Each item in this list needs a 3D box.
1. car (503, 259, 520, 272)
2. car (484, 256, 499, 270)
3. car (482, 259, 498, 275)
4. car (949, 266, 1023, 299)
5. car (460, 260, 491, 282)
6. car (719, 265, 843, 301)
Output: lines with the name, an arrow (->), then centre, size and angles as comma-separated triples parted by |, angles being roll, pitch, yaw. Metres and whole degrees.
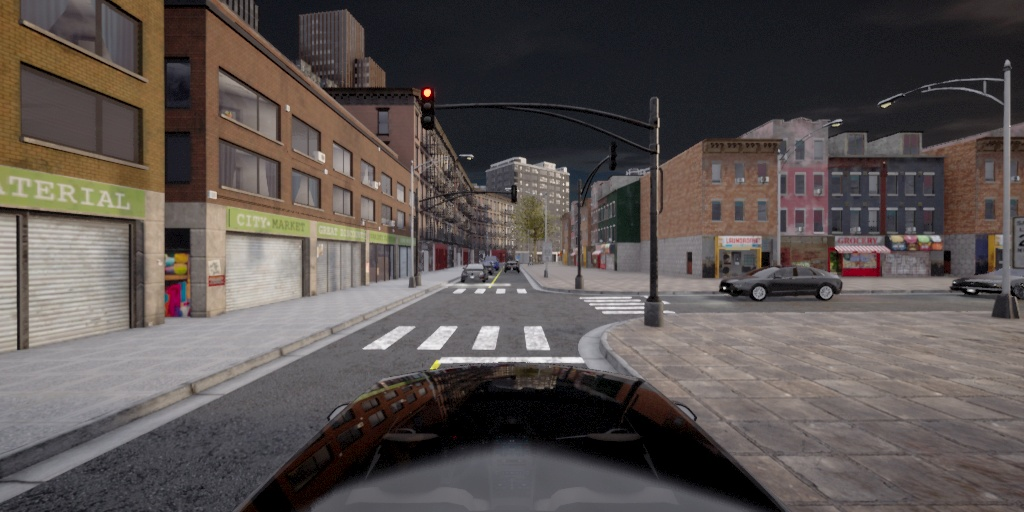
car -> -0.006, 1.275, 45.936 | 1.837, 1.490, 4.892 | 0, 0, 0
car -> -2.944, 0.997, 49.711 | 2.150, 2.045, 5.566 | 0, 0, 1
car -> -2.940, 1.311, 39.090 | 2.033, 1.411, 5.357 | 0, 0, 0
car -> 23.460, 1.160, 16.257 | 5.357, 1.411, 2.033 | 0, 0, 0
car -> -2.906, 1.281, 28.657 | 1.812, 1.442, 4.674 | 0, 0, 0
car -> 12.016, 1.178, 16.198 | 4.892, 1.490, 1.837 | 0, 0, 0
